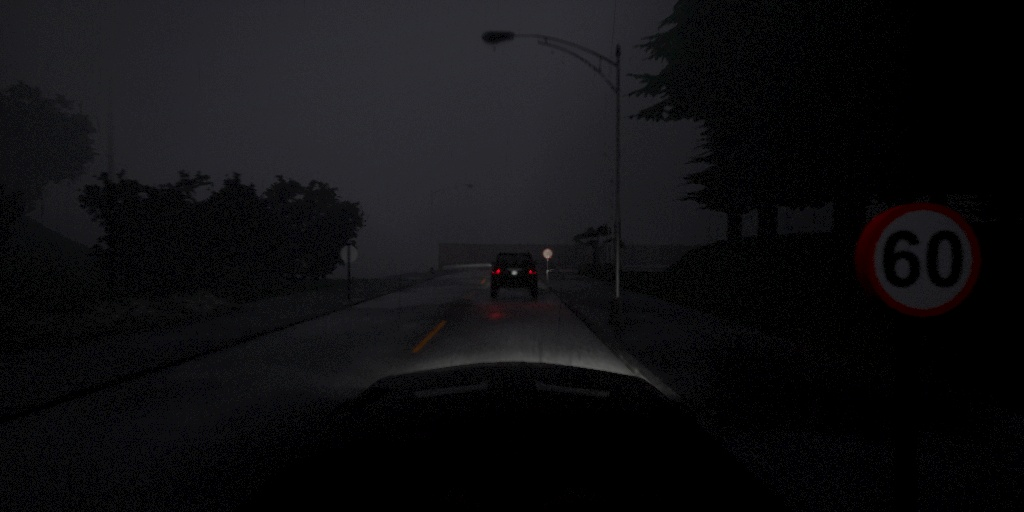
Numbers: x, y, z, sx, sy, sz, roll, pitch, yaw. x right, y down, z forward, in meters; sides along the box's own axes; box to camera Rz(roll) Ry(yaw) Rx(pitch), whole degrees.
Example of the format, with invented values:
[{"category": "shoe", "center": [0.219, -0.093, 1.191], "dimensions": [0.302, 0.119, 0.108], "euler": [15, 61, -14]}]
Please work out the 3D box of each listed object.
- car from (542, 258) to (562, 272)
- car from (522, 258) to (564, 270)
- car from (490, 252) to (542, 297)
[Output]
[{"category": "car", "center": [3.249, 0.953, 38.297], "dimensions": [4.892, 1.490, 1.837], "euler": [-1, -3, -43]}, {"category": "car", "center": [3.667, 0.933, 42.993], "dimensions": [4.674, 1.442, 1.812], "euler": [0, 0, -19]}, {"category": "car", "center": [0.099, 0.829, 17.912], "dimensions": [2.150, 2.045, 5.566], "euler": [0, 0, 0]}]
